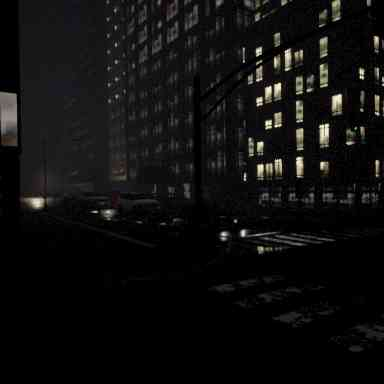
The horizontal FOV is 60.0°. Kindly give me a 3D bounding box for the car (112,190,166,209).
[{"bbox_3d":[-4.860,1.021,29.714,2.150,2.045,5.566,-1,1,-35],"label":"car"}]

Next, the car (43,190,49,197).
[{"bbox_3d":[-35.694,0.689,84.636,2.008,1.369,4.403,-1,1,-35],"label":"car"}]

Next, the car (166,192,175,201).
[{"bbox_3d":[-3.665,0.963,38.196,2.192,1.841,5.009,-1,1,-35],"label":"car"}]

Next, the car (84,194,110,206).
[{"bbox_3d":[-13.823,1.115,48.264,2.033,1.411,5.357,-1,1,-34],"label":"car"}]

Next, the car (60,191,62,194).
[{"bbox_3d":[-26.085,0.733,70.704,1.967,1.590,4.097,-1,1,-35],"label":"car"}]

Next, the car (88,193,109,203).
[{"bbox_3d":[-15.965,0.919,56.810,1.882,1.535,5.008,-1,1,-35],"label":"car"}]

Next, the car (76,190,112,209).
[{"bbox_3d":[-11.505,0.918,39.376,2.150,2.045,5.566,-1,1,-35],"label":"car"}]

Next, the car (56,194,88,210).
[{"bbox_3d":[-13.742,1.289,38.052,2.008,1.369,4.403,-1,1,-35],"label":"car"}]

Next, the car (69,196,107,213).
[{"bbox_3d":[-10.538,1.354,33.408,1.947,1.339,4.313,-1,1,-35],"label":"car"}]

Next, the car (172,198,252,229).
[{"bbox_3d":[1.105,1.382,21.071,2.128,1.511,4.902,-1,1,-35],"label":"car"}]

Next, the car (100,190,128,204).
[{"bbox_3d":[-12.037,0.733,51.049,2.150,2.045,5.566,-1,1,-35],"label":"car"}]

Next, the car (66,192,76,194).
[{"bbox_3d":[-19.343,1.082,56.182,1.895,1.301,4.718,-1,1,-35],"label":"car"}]

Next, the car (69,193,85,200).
[{"bbox_3d":[-22.882,0.889,66.061,1.887,1.381,4.507,-1,1,-35],"label":"car"}]

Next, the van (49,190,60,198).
[{"bbox_3d":[-32.491,0.531,79.990,1.690,1.788,3.998,-1,1,-35],"label":"van"}]

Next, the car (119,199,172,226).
[{"bbox_3d":[-2.905,1.455,22.389,2.008,1.369,4.403,-1,1,-35],"label":"car"}]
